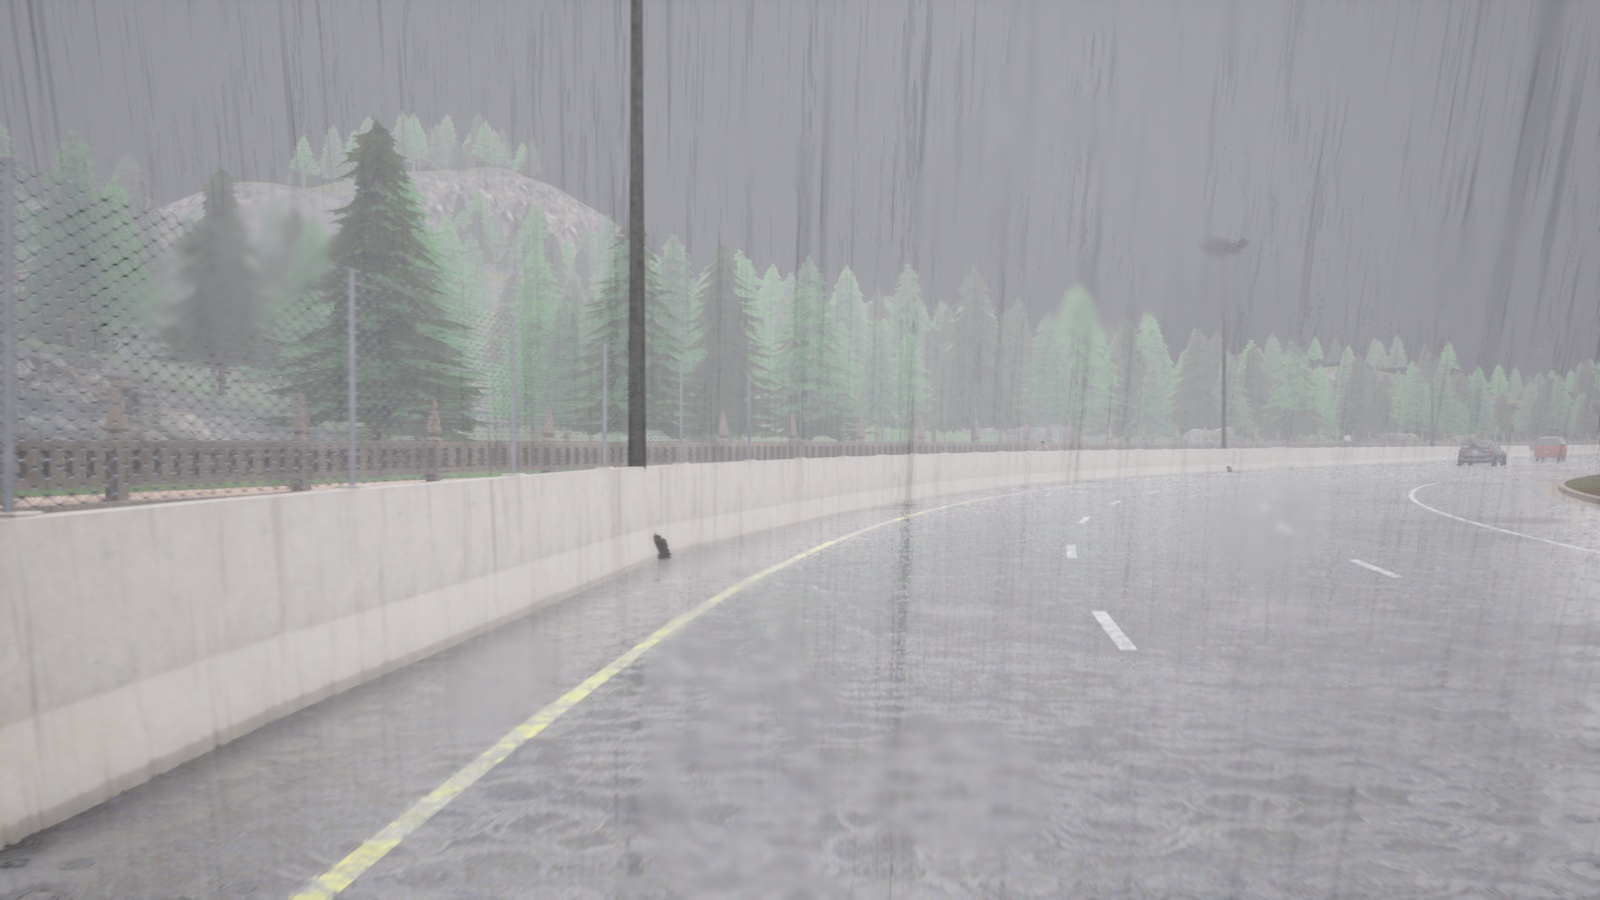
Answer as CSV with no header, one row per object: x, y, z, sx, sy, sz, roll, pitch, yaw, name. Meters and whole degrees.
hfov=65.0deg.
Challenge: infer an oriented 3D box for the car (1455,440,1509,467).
43.534,0.195,80.111,2.242,1.667,4.611,0,0,39,car
